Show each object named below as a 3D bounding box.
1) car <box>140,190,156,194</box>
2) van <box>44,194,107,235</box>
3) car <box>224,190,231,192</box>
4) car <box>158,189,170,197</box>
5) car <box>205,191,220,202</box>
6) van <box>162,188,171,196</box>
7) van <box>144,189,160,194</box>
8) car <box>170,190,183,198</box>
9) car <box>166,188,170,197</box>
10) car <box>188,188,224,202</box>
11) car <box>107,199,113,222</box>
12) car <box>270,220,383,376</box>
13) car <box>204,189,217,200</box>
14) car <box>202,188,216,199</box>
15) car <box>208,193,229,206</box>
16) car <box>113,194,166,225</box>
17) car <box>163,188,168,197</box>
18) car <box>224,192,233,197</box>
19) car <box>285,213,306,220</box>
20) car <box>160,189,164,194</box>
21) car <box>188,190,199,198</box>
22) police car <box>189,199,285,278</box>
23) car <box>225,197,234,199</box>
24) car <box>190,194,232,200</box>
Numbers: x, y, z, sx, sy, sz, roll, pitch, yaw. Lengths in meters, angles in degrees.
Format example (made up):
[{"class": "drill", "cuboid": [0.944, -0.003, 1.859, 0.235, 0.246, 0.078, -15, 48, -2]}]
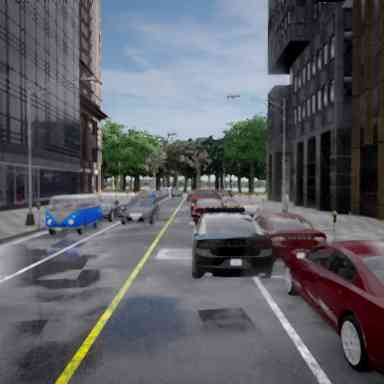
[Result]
[{"class": "car", "cuboid": [-5.588, 0.827, 38.010, 1.947, 1.339, 4.313, 0, 1, 0]}, {"class": "van", "cuboid": [-5.689, 1.022, 16.260, 1.690, 1.788, 3.998, 0, 1, 0]}, {"class": "car", "cuboid": [2.912, 0.680, 32.529, 2.192, 1.841, 5.009, 0, 1, 0]}, {"class": "car", "cuboid": [-5.461, 0.184, 65.190, 1.967, 1.590, 4.097, 0, 1, 0]}, {"class": "car", "cuboid": [2.988, 0.597, 48.843, 1.887, 1.381, 4.507, 0, 1, 0]}, {"class": "van", "cuboid": [-5.436, -0.017, 70.625, 1.690, 1.788, 3.998, 0, 1, 0]}, {"class": "van", "cuboid": [-5.563, 0.498, 43.443, 1.690, 1.788, 3.998, 0, 1, 0]}, {"class": "car", "cuboid": [-2.767, 0.344, 60.307, 1.837, 1.490, 4.892, 0, 1, 1]}, {"class": "car", "cuboid": [-5.487, 0.375, 59.586, 1.752, 1.417, 4.829, 0, 1, 0]}, {"class": "car", "cuboid": [0.981, 0.723, 25.520, 2.150, 2.045, 5.566, 0, 1, 0]}, {"class": "car", "cuboid": [-5.664, 1.126, 21.701, 2.008, 1.369, 4.403, 0, 1, 0]}, {"class": "car", "cuboid": [2.785, 1.437, 5.351, 1.887, 1.381, 4.507, 0, 1, 0]}, {"class": "car", "cuboid": [3.014, 0.389, 54.277, 1.967, 1.590, 4.097, 0, 1, 0]}, {"class": "car", "cuboid": [3.039, 0.161, 59.712, 2.192, 1.841, 5.009, 0, 1, 0]}, {"class": "car", "cuboid": [2.938, 0.811, 37.970, 2.008, 1.369, 4.403, 0, 1, 0]}, {"class": "car", "cuboid": [-3.007, 1.096, 20.167, 2.128, 1.511, 4.902, 0, 1, 0]}, {"class": "car", "cuboid": [-5.511, 0.516, 54.320, 1.947, 1.339, 4.313, 0, 1, 0]}, {"class": "car", "cuboid": [2.888, 0.991, 27.266, 1.752, 1.417, 4.829, 0, 1, 0]}, {"class": "car", "cuboid": [2.811, 1.331, 10.788, 1.887, 1.381, 4.507, 0, 1, 0]}, {"class": "car", "cuboid": [-5.538, 0.582, 48.713, 1.752, 1.417, 4.829, 0, 1, 0]}, {"class": "car", "cuboid": [0.282, 0.392, 60.683, 1.994, 1.385, 4.181, 0, 1, 0]}, {"class": "police car", "cuboid": [0.943, 1.235, 9.609, 1.930, 1.638, 5.238, 0, 1, 0]}, {"class": "car", "cuboid": [2.837, 1.202, 16.394, 1.752, 1.417, 4.829, 0, 1, 0]}, {"class": "car", "cuboid": [0.989, 1.095, 19.498, 1.882, 1.535, 5.008, 0, 1, 0]}]
